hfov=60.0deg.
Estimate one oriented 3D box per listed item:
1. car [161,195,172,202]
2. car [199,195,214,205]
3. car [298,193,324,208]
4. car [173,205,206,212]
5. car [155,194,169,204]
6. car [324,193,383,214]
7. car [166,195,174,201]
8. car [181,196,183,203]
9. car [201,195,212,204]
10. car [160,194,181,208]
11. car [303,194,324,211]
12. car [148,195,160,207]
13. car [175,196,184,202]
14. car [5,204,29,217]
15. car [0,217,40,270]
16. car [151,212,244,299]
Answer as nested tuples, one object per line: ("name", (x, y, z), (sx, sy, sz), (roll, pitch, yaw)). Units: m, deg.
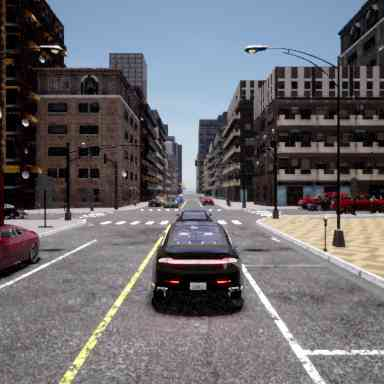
("car", (-5.620, 1.470, 73.985), (1.967, 1.590, 4.097), (0, 0, 0))
("car", (2.744, 1.458, 56.932), (1.967, 1.590, 4.097), (0, 0, 0))
("car", (14.595, 1.015, 37.552), (5.009, 1.841, 2.192), (-1, 1, 0))
("car", (0.115, 1.565, 17.054), (1.994, 1.385, 4.181), (0, 0, 0))
("car", (-5.631, 1.337, 62.620), (2.192, 1.841, 5.009), (0, 0, 0))
("car", (14.722, 1.029, 29.173), (5.009, 1.841, 2.192), (-1, 1, 0))
("car", (-5.609, 1.481, 85.351), (1.967, 1.590, 4.097), (0, 0, 0))
("car", (-3.024, 1.620, 58.136), (1.895, 1.301, 4.718), (0, 0, 0))
("car", (2.750, 1.462, 62.614), (1.967, 1.590, 4.097), (0, 0, 0))
("car", (-3.019, 1.365, 48.203), (2.097, 1.767, 4.553), (0, 0, 0))
("car", (14.559, 1.231, 34.980), (4.674, 1.442, 1.812), (-1, 0, 0))
("car", (-5.641, 1.581, 51.255), (1.947, 1.339, 4.313), (0, 0, 0))
("car", (-2.924, 1.572, 79.072), (2.033, 1.411, 5.357), (0, 0, 0))
("car", (-18.140, 1.806, 31.524), (4.902, 1.511, 2.128), (-1, 0, 0))
("car", (-5.732, 1.582, 9.232), (1.802, 1.307, 4.206), (0, 0, 0))
("car", (0.110, 1.491, 8.439), (2.128, 1.511, 4.902), (0, 0, 0))
